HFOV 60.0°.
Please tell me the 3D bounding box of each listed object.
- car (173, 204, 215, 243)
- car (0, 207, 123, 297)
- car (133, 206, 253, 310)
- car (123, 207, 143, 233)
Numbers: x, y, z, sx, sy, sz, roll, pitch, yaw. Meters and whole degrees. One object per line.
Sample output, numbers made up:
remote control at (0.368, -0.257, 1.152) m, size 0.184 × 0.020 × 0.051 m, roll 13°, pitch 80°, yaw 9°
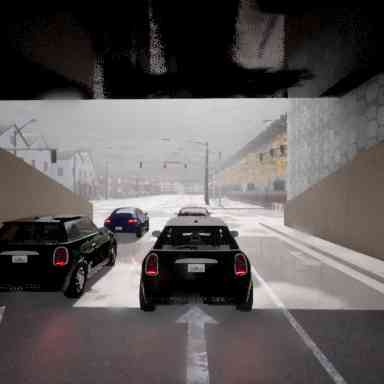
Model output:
car at (0.089, 1.478, 17.223) m, size 1.882 × 1.535 × 5.008 m, roll 0°, pitch 0°, yaw 0°
car at (-3.414, 1.352, 8.718) m, size 2.097 × 1.767 × 4.553 m, roll 0°, pitch 0°, yaw 0°
car at (0.080, 1.352, 7.955) m, size 2.097 × 1.767 × 4.553 m, roll 0°, pitch 0°, yaw 0°
car at (-3.411, 1.526, 17.769) m, size 1.812 × 1.442 × 4.674 m, roll 0°, pitch 0°, yaw 0°
